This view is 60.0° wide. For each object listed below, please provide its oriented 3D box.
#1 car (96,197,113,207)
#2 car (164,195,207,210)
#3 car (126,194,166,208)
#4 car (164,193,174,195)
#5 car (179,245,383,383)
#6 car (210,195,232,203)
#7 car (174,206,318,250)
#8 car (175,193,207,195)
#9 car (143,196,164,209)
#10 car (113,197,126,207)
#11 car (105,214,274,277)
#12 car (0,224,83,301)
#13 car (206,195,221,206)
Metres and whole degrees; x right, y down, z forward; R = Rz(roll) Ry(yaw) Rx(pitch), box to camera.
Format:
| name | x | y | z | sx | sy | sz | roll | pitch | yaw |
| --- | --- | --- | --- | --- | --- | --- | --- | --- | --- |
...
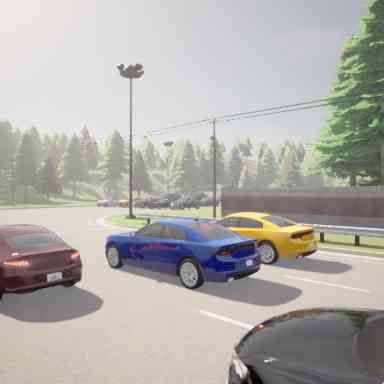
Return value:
| name | x | y | z | sx | sy | sz | roll | pitch | yaw |
| --- | --- | --- | --- | --- | --- | --- | --- | --- | --- |
| car | -12.310 | 1.528 | 50.791 | 1.812 | 1.442 | 4.674 | 0 | 0 | 42 |
| car | -0.785 | 1.493 | 42.644 | 2.128 | 1.511 | 4.902 | 0 | 0 | 43 |
| car | -6.307 | 1.494 | 46.982 | 2.128 | 1.511 | 4.902 | 0 | 0 | 43 |
| car | -4.295 | 1.219 | 59.499 | 2.150 | 2.045 | 5.566 | 0 | 1 | 43 |
| car | 2.435 | 1.492 | 1.971 | 4.902 | 1.511 | 2.128 | 0 | 0 | 42 |
| car | 6.164 | 1.481 | 70.737 | 1.882 | 1.535 | 5.008 | 0 | 0 | 43 |
| car | 1.859 | 1.478 | 11.910 | 5.008 | 1.535 | 1.882 | 0 | 0 | 43 |
| car | 0.425 | 1.225 | 54.299 | 2.150 | 2.045 | 5.566 | 0 | 0 | 43 |
| car | -3.755 | 1.603 | 44.587 | 1.895 | 1.301 | 4.718 | 0 | 0 | 43 |
| car | -8.701 | 1.480 | 49.550 | 1.882 | 1.535 | 5.008 | 0 | 0 | 43 |
| car | -0.500 | 1.478 | 9.324 | 5.008 | 1.535 | 1.882 | 0 | 0 | 43 |
| car | -4.439 | 1.526 | 8.185 | 4.674 | 1.442 | 1.812 | 0 | 0 | 42 |
| car | 2.326 | 1.528 | 51.190 | 1.812 | 1.442 | 4.674 | 0 | 0 | 43 |
